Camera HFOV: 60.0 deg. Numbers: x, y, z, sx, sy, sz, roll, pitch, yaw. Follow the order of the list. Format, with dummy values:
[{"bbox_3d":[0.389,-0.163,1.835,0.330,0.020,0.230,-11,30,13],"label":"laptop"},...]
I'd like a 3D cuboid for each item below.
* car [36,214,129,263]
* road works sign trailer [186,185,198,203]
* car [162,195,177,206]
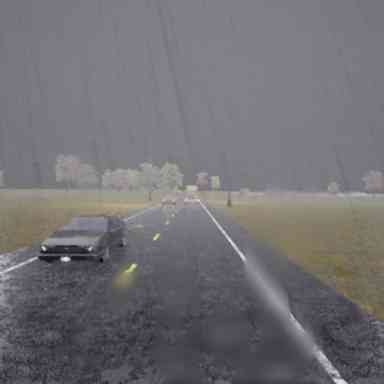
[{"bbox_3d":[-3.604,1.525,12.136,2.033,1.411,5.357,0,0,0],"label":"car"},{"bbox_3d":[-0.011,0.349,66.323,2.380,3.560,2.880,0,0,0],"label":"road works sign trailer"},{"bbox_3d":[-3.579,1.260,52.714,2.097,1.767,4.553,0,0,0],"label":"car"}]
